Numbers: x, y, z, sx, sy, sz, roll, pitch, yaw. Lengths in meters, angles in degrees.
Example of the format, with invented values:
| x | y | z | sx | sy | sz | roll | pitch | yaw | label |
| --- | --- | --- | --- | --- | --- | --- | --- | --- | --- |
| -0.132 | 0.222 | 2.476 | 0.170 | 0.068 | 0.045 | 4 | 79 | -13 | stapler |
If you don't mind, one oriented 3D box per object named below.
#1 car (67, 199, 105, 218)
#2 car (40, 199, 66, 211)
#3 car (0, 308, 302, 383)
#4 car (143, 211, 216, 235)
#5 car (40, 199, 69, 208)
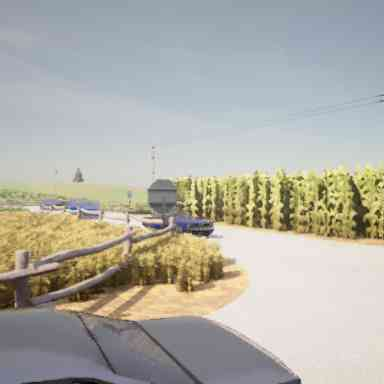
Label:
| x | y | z | sx | sy | sz | roll | pitch | yaw | label |
| --- | --- | --- | --- | --- | --- | --- | --- | --- | --- |
| -9.689 | 1.594 | 30.762 | 1.882 | 1.535 | 5.008 | 1 | -1 | -35 | car |
| -18.117 | 1.595 | 42.753 | 1.882 | 1.535 | 5.008 | 1 | -1 | -35 | car |
| -1.709 | 1.541 | 1.744 | 5.357 | 1.411 | 2.033 | 1 | 0 | -30 | car |
| -0.807 | 1.717 | 18.207 | 1.895 | 1.301 | 4.718 | 1 | 0 | -35 | car |
| -21.847 | 1.751 | 52.676 | 4.718 | 1.301 | 1.895 | 0 | 0 | 33 | car |
